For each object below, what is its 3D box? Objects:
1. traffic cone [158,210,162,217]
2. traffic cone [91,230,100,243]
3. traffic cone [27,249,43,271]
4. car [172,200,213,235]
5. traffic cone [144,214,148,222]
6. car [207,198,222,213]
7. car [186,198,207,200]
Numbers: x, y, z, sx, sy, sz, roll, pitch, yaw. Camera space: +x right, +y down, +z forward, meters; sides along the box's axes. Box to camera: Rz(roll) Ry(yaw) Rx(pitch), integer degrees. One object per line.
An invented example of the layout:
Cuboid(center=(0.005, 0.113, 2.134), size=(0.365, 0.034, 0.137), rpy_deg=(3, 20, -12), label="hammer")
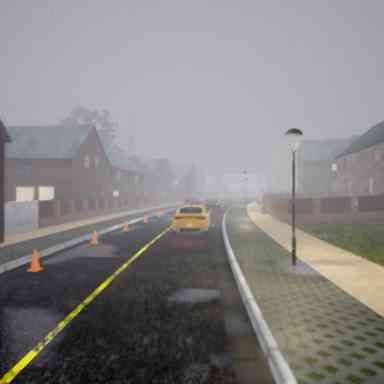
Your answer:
Cuboid(center=(-2.891, 1.916, 29.766), size=(0.340, 0.580, 0.340), rpy_deg=(0, 0, 7), label="traffic cone")
Cuboid(center=(-4.282, 1.953, 14.679), size=(0.340, 0.580, 0.340), rpy_deg=(0, 0, 3), label="traffic cone")
Cuboid(center=(-4.537, 1.955, 9.635), size=(0.340, 0.580, 0.340), rpy_deg=(0, 0, 2), label="traffic cone")
Cuboid(center=(0.054, 1.468, 18.990), size=(1.882, 1.535, 5.008), rpy_deg=(0, 0, 4), label="car")
Cuboid(center=(-3.460, 1.936, 24.748), size=(0.340, 0.580, 0.340), rpy_deg=(0, 0, 6), label="traffic cone")
Cuboid(center=(2.214, 1.406, 36.137), size=(2.128, 1.511, 4.902), rpy_deg=(0, 0, 5), label="car")
Cuboid(center=(0.041, 1.416, 35.393), size=(2.128, 1.511, 4.902), rpy_deg=(0, 0, 6), label="car")
